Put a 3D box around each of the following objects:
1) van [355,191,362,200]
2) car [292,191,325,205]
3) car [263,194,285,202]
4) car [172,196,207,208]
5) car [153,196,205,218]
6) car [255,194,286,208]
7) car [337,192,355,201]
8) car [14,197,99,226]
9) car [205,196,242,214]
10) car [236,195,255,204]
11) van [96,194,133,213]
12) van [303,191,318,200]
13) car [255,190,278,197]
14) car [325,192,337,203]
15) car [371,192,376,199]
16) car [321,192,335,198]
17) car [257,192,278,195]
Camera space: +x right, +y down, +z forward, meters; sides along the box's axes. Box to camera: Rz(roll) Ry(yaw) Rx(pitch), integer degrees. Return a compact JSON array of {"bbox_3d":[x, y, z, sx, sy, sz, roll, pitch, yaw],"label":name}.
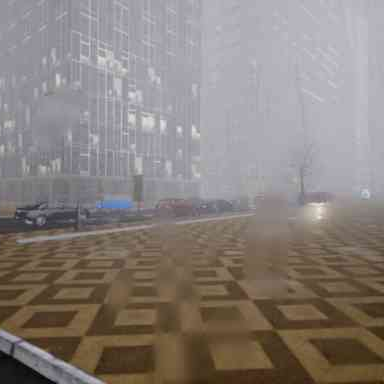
[{"bbox_3d":[35.600,0.675,70.497,1.690,1.788,3.998,1,1,40],"label":"van"},{"bbox_3d":[17.166,0.876,48.835,2.192,1.841,5.009,1,1,40],"label":"car"},{"bbox_3d":[14.482,1.042,58.617,1.947,1.339,4.313,1,1,40],"label":"car"},{"bbox_3d":[-0.272,1.203,41.294,1.887,1.381,4.507,1,1,40],"label":"car"},{"bbox_3d":[-1.175,1.230,27.097,1.967,1.590,4.097,1,1,40],"label":"car"},{"bbox_3d":[9.791,1.234,40.174,1.802,1.307,4.206,1,1,40],"label":"car"},{"bbox_3d":[28.336,0.949,61.964,1.752,1.417,4.829,1,1,40],"label":"car"},{"bbox_3d":[-9.097,1.340,22.138,2.128,1.511,4.902,0,1,40],"label":"car"},{"bbox_3d":[2.468,1.310,31.467,1.947,1.339,4.313,1,1,40],"label":"car"},{"bbox_3d":[7.107,1.133,49.952,1.947,1.339,4.313,1,1,40],"label":"car"},{"bbox_3d":[-7.729,1.091,32.699,1.690,1.788,3.998,1,1,40],"label":"van"},{"bbox_3d":[25.544,0.681,71.611,1.690,1.788,3.998,1,1,40],"label":"van"},{"bbox_3d":[11.412,0.774,50.865,2.150,2.045,5.566,0,1,40],"label":"car"},{"bbox_3d":[20.853,0.831,53.167,2.192,1.841,5.009,1,1,40],"label":"car"},{"bbox_3d":[39.286,0.840,74.832,2.008,1.369,4.403,1,1,40],"label":"car"},{"bbox_3d":[32.917,0.816,80.280,1.947,1.339,4.313,1,1,40],"label":"car"},{"bbox_3d":[11.329,1.088,46.052,2.128,1.511,4.902,0,1,41],"label":"car"}]
